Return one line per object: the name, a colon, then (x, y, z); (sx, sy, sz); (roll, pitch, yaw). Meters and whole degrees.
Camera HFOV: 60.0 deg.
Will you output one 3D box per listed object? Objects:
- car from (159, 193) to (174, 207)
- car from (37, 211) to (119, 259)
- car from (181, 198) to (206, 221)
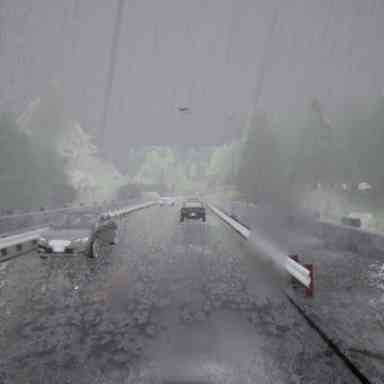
car: (-4.052, 1.253, 53.632); (2.150, 2.045, 5.566); (0, 0, 1)
car: (-4.093, 1.497, 12.664); (2.128, 1.511, 4.902); (0, 0, 0)
car: (0.086, 1.488, 27.024); (1.882, 1.535, 5.008); (0, 0, 0)
